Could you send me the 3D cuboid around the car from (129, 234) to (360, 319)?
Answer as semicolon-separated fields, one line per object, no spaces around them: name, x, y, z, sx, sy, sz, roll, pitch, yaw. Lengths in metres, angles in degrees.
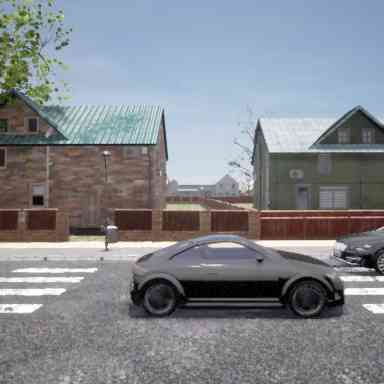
car;0.834;1.592;6.906;4.181;1.385;1.994;0;-1;1

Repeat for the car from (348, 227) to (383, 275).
car;6.740;1.515;9.729;4.902;1.511;2.128;0;-1;1
